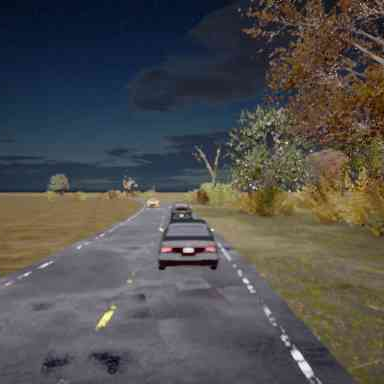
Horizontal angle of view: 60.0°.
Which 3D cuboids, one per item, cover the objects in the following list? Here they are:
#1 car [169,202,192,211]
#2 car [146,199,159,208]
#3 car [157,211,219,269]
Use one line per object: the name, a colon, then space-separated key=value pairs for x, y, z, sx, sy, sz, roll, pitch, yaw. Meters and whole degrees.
car: x=-1.015 y=1.703 z=30.215 sx=1.837 sy=1.490 sz=4.892 roll=0 pitch=0 yaw=-3
car: x=-6.357 y=1.828 z=54.270 sx=1.882 sy=1.535 sz=5.008 roll=0 pitch=-1 yaw=-6
car: x=-0.153 y=1.623 z=11.422 sx=2.033 sy=1.411 sz=5.357 roll=0 pitch=0 yaw=-1
